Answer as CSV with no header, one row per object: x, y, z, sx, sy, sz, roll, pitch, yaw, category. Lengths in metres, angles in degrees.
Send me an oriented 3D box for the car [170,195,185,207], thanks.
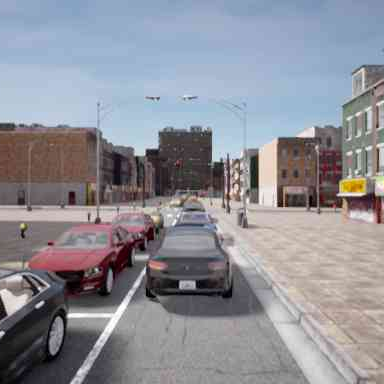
-2.491,1.614,51.476,1.752,1.417,4.829,0,0,0,car

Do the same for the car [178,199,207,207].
0.184,1.534,26.228,1.837,1.490,4.892,0,0,2,car

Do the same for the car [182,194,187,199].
-2.474,1.421,57.089,2.192,1.841,5.009,0,0,0,car

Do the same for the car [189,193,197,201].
0.258,1.294,92.171,2.150,2.045,5.566,0,0,0,car

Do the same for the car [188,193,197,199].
0.229,1.545,82.107,2.097,1.767,4.553,0,0,0,car

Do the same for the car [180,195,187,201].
-2.369,1.688,95.198,1.967,1.590,4.097,0,0,0,car

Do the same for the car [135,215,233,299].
-0.034,1.531,8.358,1.812,1.442,4.674,0,0,1,car

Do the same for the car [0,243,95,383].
-2.625,1.552,3.206,2.008,1.369,4.403,0,0,0,car

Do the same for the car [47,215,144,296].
-2.610,1.550,8.699,1.887,1.381,4.507,0,0,0,car

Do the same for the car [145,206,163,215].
-2.580,1.543,19.518,1.752,1.417,4.829,0,0,0,car

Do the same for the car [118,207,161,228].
-2.595,1.555,14.194,1.887,1.381,4.507,0,0,0,car

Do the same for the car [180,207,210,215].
0.138,1.614,15.927,1.895,1.301,4.718,0,0,0,car

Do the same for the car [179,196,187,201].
-2.385,1.772,89.753,1.887,1.381,4.507,0,0,0,car
